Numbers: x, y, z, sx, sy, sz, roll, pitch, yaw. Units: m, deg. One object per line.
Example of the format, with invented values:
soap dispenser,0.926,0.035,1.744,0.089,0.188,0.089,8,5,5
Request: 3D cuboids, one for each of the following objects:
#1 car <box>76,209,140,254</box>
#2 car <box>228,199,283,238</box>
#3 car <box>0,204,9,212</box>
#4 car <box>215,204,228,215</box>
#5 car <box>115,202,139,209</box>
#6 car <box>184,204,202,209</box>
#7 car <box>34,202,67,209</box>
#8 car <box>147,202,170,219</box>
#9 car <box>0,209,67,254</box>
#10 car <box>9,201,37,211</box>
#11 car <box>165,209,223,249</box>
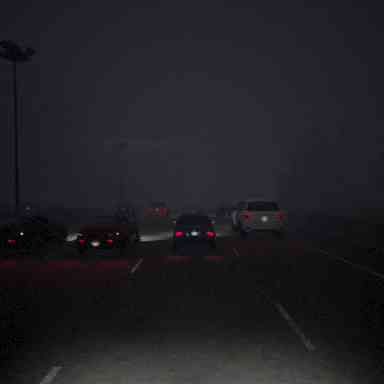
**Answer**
car,-3.405,1.665,14.035,1.812,1.442,4.674,0,-1,0
car,3.593,1.430,19.132,2.150,2.045,5.566,0,-1,0
car,-24.597,2.243,43.233,1.994,1.385,4.181,0,-1,0
car,3.587,2.057,36.851,1.812,1.442,4.674,0,-1,0
car,-6.912,1.856,35.562,2.097,1.767,4.553,0,-1,0
car,0.088,2.057,36.838,1.812,1.442,4.674,0,-1,0
car,-17.605,2.254,42.166,1.895,1.301,4.718,0,-1,0
car,-3.412,1.842,34.896,2.097,1.767,4.553,0,-1,0
car,-6.905,1.665,14.047,1.812,1.442,4.674,0,-1,0
car,-21.096,2.025,43.056,2.097,1.767,4.553,0,-1,0
car,0.095,1.705,15.432,2.033,1.411,5.357,0,-1,0
